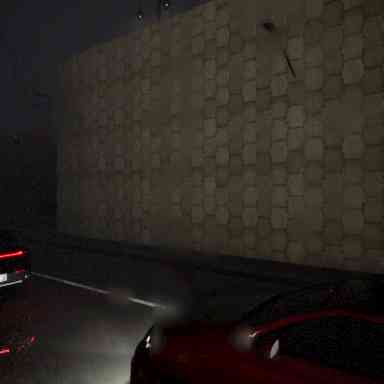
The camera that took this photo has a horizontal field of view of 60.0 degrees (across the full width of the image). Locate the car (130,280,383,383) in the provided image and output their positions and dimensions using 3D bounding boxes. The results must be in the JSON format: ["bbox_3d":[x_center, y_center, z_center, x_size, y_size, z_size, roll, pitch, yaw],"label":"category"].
[{"bbox_3d":[1.412,1.564,2.984,4.181,1.385,1.994,0,0,36],"label":"car"}]

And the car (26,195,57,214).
[{"bbox_3d":[-12.910,1.060,31.021,2.128,1.511,4.902,0,5,35],"label":"car"}]

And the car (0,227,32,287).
[{"bbox_3d":[-5.839,1.504,8.156,4.892,1.490,1.837,0,0,36],"label":"car"}]
